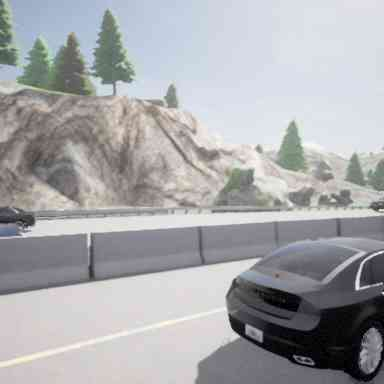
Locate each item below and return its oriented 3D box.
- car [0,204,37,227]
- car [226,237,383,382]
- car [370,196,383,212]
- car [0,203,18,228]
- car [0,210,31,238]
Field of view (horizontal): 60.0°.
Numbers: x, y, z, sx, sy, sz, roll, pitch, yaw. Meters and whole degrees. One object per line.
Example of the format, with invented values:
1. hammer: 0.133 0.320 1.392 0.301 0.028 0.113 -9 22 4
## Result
1. car: -10.903 1.436 17.559 4.892 1.490 1.837 0 0 -35
2. car: 2.791 1.515 5.476 4.892 1.490 1.837 0 0 -34
3. car: 23.904 1.331 39.539 5.566 2.045 2.150 1 0 -20
4. car: -13.617 1.463 19.990 5.357 1.411 2.033 0 0 -35
5. car: -8.441 1.495 10.813 5.357 1.411 2.033 0 0 -35
